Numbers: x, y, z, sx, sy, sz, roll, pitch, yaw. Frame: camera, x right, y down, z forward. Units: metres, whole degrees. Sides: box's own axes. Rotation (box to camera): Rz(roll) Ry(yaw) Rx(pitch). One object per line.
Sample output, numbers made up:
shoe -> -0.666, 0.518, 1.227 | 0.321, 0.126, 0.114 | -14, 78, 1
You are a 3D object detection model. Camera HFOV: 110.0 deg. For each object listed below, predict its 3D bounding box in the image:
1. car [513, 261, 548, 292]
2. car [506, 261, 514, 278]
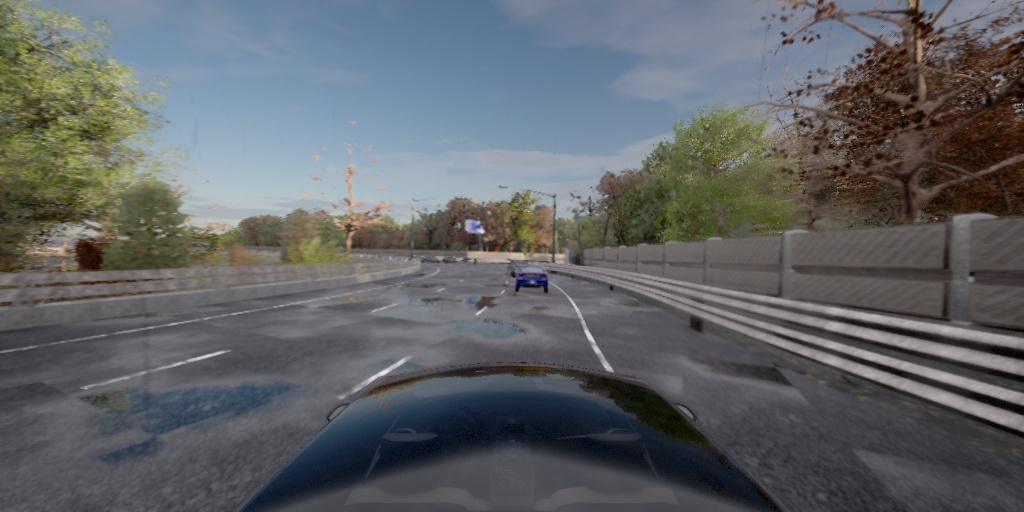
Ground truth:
car -> 1.167, 1.306, 22.225 | 1.882, 1.535, 5.008 | 2, -1, 1
car -> 0.806, 1.336, 35.555 | 2.128, 1.511, 4.902 | 2, 0, -4
